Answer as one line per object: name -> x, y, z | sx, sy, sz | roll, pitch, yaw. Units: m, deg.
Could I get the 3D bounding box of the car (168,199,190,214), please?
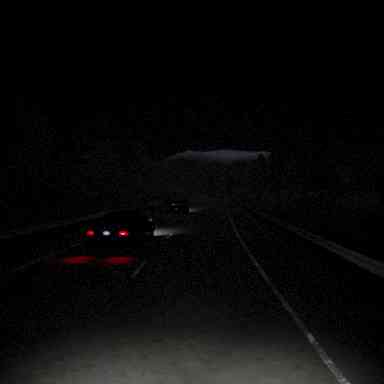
car -> -1.321, 1.437, 35.051 | 2.128, 1.511, 4.902 | 0, 0, 5

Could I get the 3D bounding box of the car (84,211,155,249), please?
car -> -2.920, 1.524, 14.414 | 2.033, 1.411, 5.357 | 0, 0, 3
